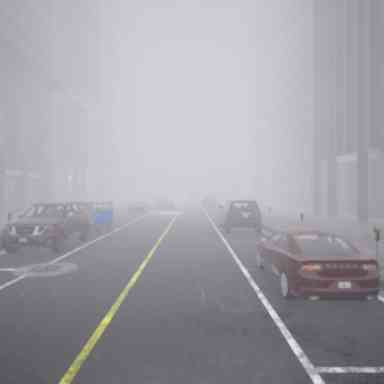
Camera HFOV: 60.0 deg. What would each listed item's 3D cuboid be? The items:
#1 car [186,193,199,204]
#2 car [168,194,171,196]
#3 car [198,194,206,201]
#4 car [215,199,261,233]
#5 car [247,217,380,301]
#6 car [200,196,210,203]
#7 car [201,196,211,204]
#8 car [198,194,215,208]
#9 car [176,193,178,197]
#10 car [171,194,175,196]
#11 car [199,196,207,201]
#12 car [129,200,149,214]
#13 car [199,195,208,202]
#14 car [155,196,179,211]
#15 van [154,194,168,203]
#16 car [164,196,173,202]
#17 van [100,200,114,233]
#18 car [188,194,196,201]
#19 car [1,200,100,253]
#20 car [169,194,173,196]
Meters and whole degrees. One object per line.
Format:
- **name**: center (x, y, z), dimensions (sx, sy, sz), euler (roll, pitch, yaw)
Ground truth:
- **car**: center (0.002, 1.319, 66.307), dimensions (2.150, 2.045, 5.566), euler (0, 0, 0)
- **car**: center (-5.763, 1.641, 64.596), dimensions (1.947, 1.339, 4.313), euler (0, 0, 0)
- **car**: center (2.762, 1.434, 92.790), dimensions (2.192, 1.841, 5.009), euler (0, 0, 0)
- **car**: center (2.760, 1.330, 19.517), dimensions (2.192, 1.841, 5.009), euler (0, 0, 0)
- **car**: center (2.761, 1.550, 8.245), dimensions (1.887, 1.381, 4.507), euler (0, 0, 0)
- **car**: center (2.762, 1.635, 70.244), dimensions (2.008, 1.369, 4.403), euler (0, 0, 0)
- **car**: center (2.762, 1.601, 64.777), dimensions (1.752, 1.417, 4.829), euler (0, 0, 0)
- **car**: center (2.389, 1.405, 48.983), dimensions (2.097, 1.767, 4.553), euler (0, 0, 0)
- **car**: center (-5.763, 1.559, 92.780), dimensions (1.967, 1.590, 4.097), euler (0, 0, 0)
- **car**: center (-5.764, 1.408, 75.870), dimensions (2.192, 1.841, 5.009), euler (0, 0, 0)
- **car**: center (2.762, 1.676, 87.152), dimensions (1.947, 1.339, 4.313), euler (0, 0, 0)
- **car**: center (-5.764, 1.579, 36.413), dimensions (1.887, 1.381, 4.507), euler (0, 0, 0)
- **car**: center (2.762, 1.541, 81.516), dimensions (1.967, 1.590, 4.097), euler (0, 0, 0)
- **car**: center (-3.087, 1.605, 41.415), dimensions (1.994, 1.385, 4.181), euler (0, 0, 0)
- **van**: center (-5.764, 1.408, 58.960), dimensions (1.690, 1.788, 3.998), euler (0, 0, 0)
- **car**: center (-5.763, 1.646, 81.507), dimensions (1.887, 1.381, 4.507), euler (0, 0, 0)
- **van**: center (-5.764, 1.356, 19.502), dimensions (1.690, 1.788, 3.998), euler (0, 0, 0)
- **car**: center (0.003, 1.309, 83.465), dimensions (2.097, 1.767, 4.553), euler (0, 0, 0)
- **car**: center (-5.765, 1.325, 13.866), dimensions (2.192, 1.841, 5.009), euler (0, 0, 0)
- **car**: center (-5.763, 1.650, 70.233), dimensions (1.947, 1.339, 4.313), euler (0, 0, 0)
